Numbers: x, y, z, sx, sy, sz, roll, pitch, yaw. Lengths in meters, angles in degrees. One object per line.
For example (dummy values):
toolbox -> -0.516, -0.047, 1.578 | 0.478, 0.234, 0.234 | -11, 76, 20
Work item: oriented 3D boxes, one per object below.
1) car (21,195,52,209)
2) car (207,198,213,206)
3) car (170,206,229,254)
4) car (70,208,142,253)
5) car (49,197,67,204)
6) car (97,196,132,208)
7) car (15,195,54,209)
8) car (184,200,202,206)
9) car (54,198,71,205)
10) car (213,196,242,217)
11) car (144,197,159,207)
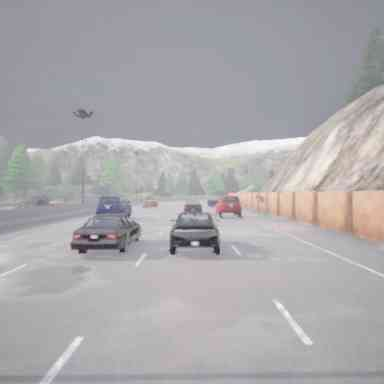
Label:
car -> -24.507, 1.517, 52.672 | 2.150, 2.045, 5.566 | 0, 0, 1
car -> 3.627, 1.778, 58.466 | 1.882, 1.535, 5.008 | 0, 0, 0
car -> 0.106, 1.564, 13.842 | 2.128, 1.511, 4.902 | 0, 0, 0
car -> -3.393, 1.621, 14.031 | 2.033, 1.411, 5.357 | 0, 0, 0
car -> -27.967, 1.764, 69.795 | 1.895, 1.301, 4.718 | 0, 0, 0
car -> -6.886, 1.376, 29.847 | 2.150, 2.045, 5.566 | 0, 0, 0
car -> -17.552, 1.543, 36.693 | 2.097, 1.767, 4.553 | 0, 0, 0
car -> 0.118, 1.666, 36.618 | 1.882, 1.535, 5.008 | 0, 0, 0
car -> -21.007, 1.756, 53.042 | 1.882, 1.535, 5.008 | 0, 0, 1
car -> 3.616, 1.392, 33.223 | 2.150, 2.045, 5.566 | 0, 0, 0
car -> -6.874, 1.645, 56.591 | 2.097, 1.767, 4.553 | 0, 0, 0
